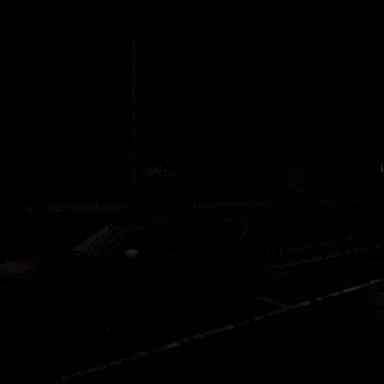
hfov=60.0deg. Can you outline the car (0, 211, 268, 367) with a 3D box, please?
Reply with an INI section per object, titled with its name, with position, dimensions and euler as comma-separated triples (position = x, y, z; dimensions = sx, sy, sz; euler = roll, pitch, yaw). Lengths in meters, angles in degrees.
[car]
position = -0.811, 1.321, 5.955
dimensions = 5.009, 1.841, 2.192
euler = 0, 0, -35
